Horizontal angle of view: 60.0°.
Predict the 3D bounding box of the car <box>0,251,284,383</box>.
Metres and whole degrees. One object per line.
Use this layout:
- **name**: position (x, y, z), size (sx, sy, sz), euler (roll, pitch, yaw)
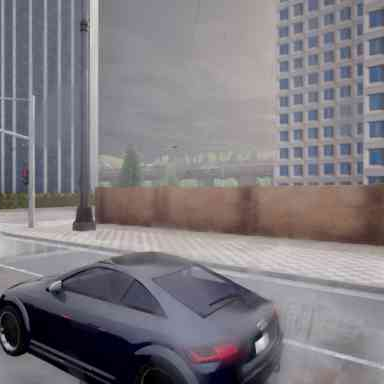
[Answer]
- **car**: position (-0.909, 1.564, 4.651), size (4.181, 1.385, 1.994), euler (0, 0, 35)
